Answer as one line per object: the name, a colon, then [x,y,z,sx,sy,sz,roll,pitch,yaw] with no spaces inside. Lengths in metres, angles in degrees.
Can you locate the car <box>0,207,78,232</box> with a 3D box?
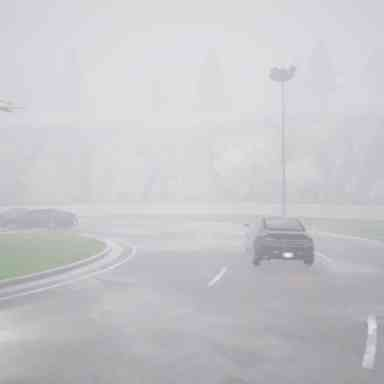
car: [-10.151,1.830,22.178,4.892,1.490,1.837,-1,-3,5]

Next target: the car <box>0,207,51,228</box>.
car: [-13.396,1.913,25.334,4.674,1.442,1.812,0,-1,-10]

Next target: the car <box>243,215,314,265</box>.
car: [3.003,1.605,12.072,1.837,1.490,4.892,1,-1,5]
